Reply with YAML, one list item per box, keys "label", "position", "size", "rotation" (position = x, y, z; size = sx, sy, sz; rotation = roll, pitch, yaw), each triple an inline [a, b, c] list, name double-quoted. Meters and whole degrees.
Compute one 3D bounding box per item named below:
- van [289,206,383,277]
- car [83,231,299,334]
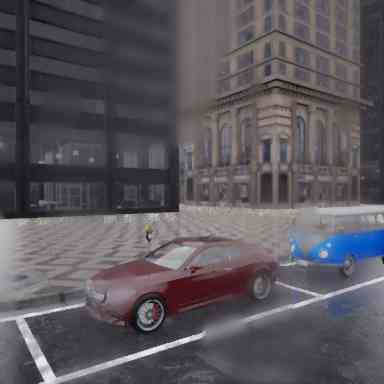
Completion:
- label: "van"
  position: [4.611, 1.340, 9.940]
  size: [3.998, 1.788, 1.690]
  rotation: [0, 0, -35]
- label: "car"
  position: [0.019, 1.581, 6.664]
  size: [4.206, 1.307, 1.802]
  rotation: [0, 0, -35]
